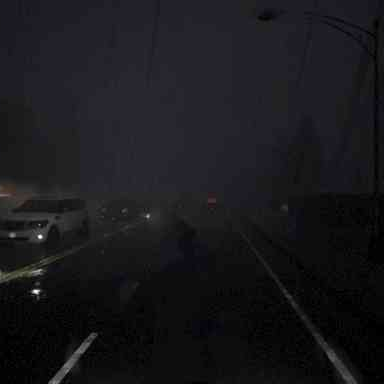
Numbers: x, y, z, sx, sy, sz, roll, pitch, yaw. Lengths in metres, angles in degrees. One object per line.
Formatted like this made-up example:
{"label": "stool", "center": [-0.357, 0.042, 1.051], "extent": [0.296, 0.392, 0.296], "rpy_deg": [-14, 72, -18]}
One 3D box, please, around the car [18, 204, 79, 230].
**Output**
{"label": "car", "center": [-9.346, 1.564, 22.085], "extent": [1.994, 1.385, 4.181], "rpy_deg": [0, 0, 4]}

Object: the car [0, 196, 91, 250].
{"label": "car", "center": [-6.330, 1.224, 14.778], "extent": [2.150, 2.045, 5.566], "rpy_deg": [0, 0, 3]}

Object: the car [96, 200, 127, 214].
{"label": "car", "center": [-8.513, 1.600, 35.761], "extent": [1.895, 1.301, 4.718], "rpy_deg": [0, 0, 4]}

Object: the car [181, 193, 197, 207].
{"label": "car", "center": [-0.561, 1.221, 49.903], "extent": [2.150, 2.045, 5.566], "rpy_deg": [0, 0, 4]}

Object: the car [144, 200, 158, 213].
{"label": "car", "center": [-4.953, 1.563, 36.501], "extent": [1.994, 1.385, 4.181], "rpy_deg": [0, 0, 4]}

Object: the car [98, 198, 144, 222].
{"label": "car", "center": [-5.550, 1.351, 26.274], "extent": [2.097, 1.767, 4.553], "rpy_deg": [0, 0, 4]}

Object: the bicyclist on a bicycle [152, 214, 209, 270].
{"label": "bicyclist on a bicycle", "center": [-0.347, 1.451, 9.568], "extent": [1.656, 1.620, 0.582], "rpy_deg": [-2, 0, 3]}

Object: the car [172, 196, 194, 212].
{"label": "car", "center": [-1.167, 1.563, 39.403], "extent": [1.994, 1.385, 4.181], "rpy_deg": [0, 0, 4]}

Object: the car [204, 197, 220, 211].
{"label": "car", "center": [2.432, 1.600, 40.850], "extent": [1.895, 1.301, 4.718], "rpy_deg": [0, 0, 4]}
